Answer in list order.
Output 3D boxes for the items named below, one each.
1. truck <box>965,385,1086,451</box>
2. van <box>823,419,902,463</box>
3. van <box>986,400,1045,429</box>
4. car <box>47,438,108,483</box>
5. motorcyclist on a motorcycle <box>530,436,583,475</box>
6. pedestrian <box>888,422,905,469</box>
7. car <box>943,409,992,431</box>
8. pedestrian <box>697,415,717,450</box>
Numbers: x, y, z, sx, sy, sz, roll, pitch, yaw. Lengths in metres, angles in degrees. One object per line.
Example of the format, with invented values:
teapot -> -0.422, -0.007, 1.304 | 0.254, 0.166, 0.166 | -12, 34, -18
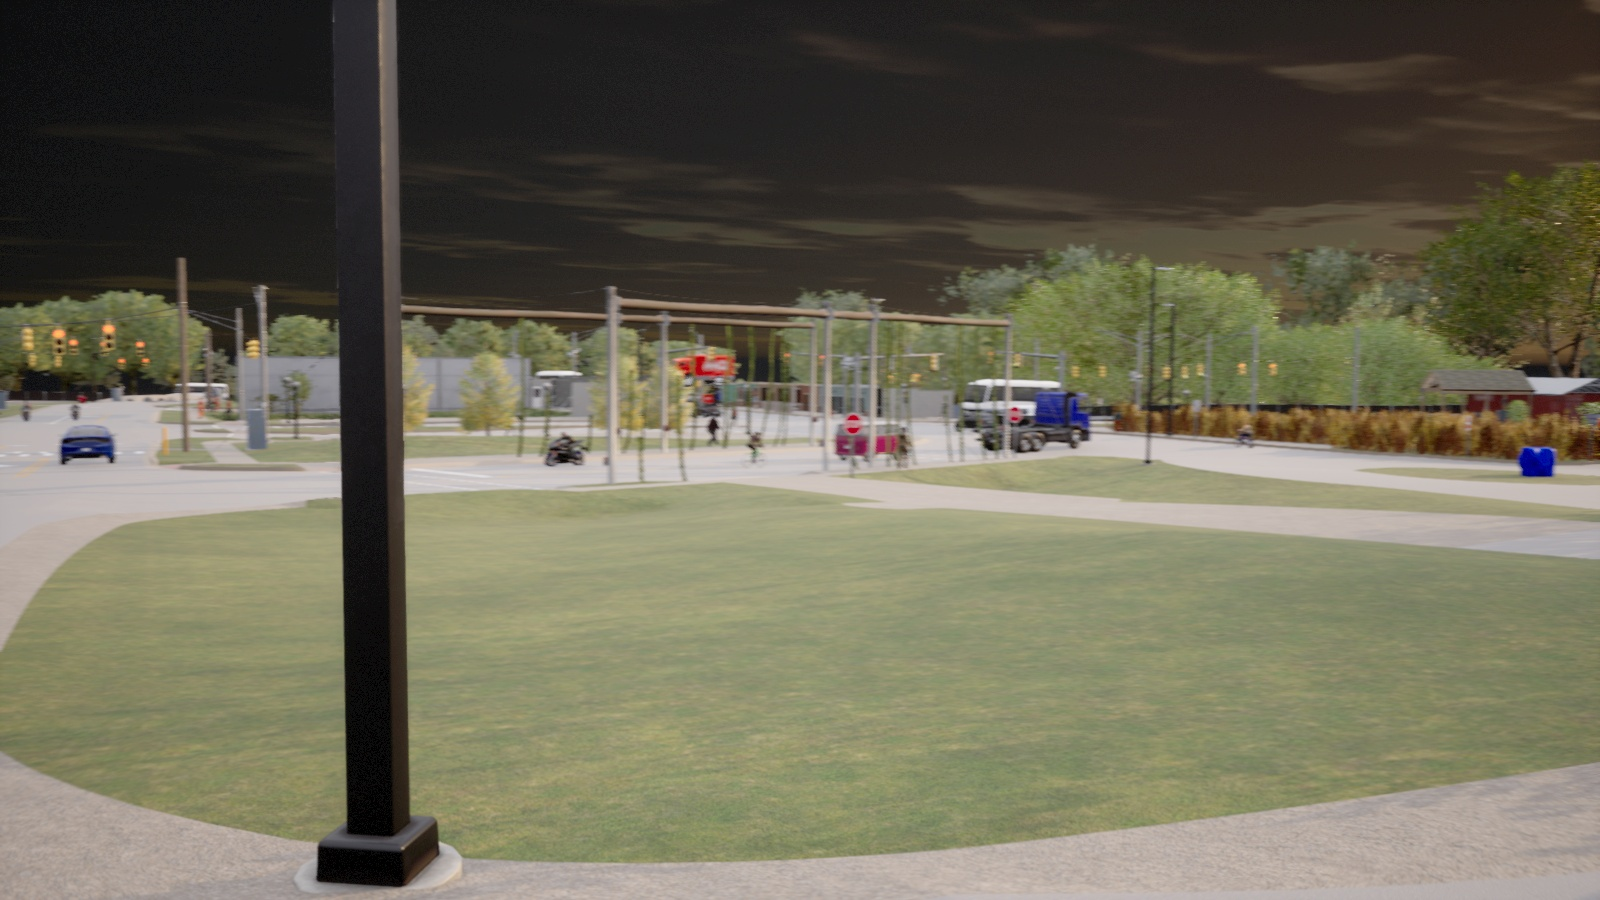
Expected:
truck -> 13.485, -1.999, 74.620 | 7.936, 3.462, 2.891 | -5, 6, -43
van -> 3.176, -0.503, 62.877 | 1.775, 1.987, 4.442 | 2, 4, 37
van -> 16.207, -2.671, 94.819 | 2.069, 2.038, 4.480 | -3, 3, -27
car -> -29.075, 0.374, 50.658 | 1.882, 1.535, 5.008 | -3, 3, -28
motorcyclist on a motorcycle -> -10.302, 0.232, 53.163 | 0.866, 1.530, 2.191 | 2, 4, 36
pedestrian -> 4.052, -0.198, 52.540 | 0.396, 1.930, 0.692 | 3, 5, 38
car -> 12.529, -2.278, 93.946 | 1.789, 1.549, 3.705 | -3, 3, -28
pedestrian -> -5.147, -0.984, 69.199 | 0.634, 1.844, 0.899 | 2, 5, 37
